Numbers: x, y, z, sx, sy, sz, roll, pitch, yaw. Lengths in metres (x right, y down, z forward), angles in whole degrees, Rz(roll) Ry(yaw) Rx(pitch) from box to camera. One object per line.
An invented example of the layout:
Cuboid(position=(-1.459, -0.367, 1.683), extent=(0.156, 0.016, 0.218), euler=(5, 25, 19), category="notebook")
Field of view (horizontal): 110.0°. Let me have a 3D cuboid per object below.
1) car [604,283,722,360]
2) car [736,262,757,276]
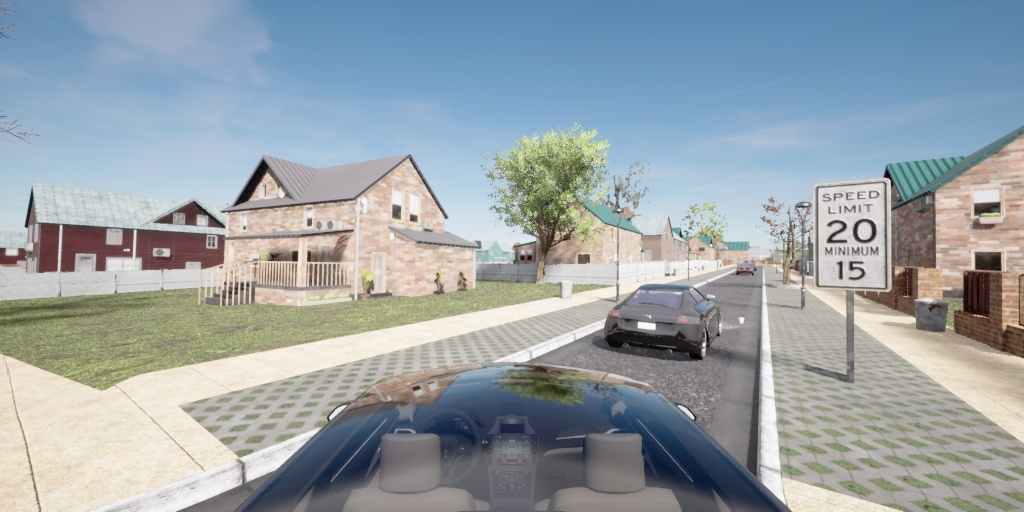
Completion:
Cuboid(position=(3.802, 1.359, 8.704), extent=(1.994, 1.385, 4.181), euler=(0, 0, 35), category="car")
Cuboid(position=(28.797, 1.631, 44.231), extent=(2.033, 1.411, 5.357), euler=(0, 0, 35), category="car")
